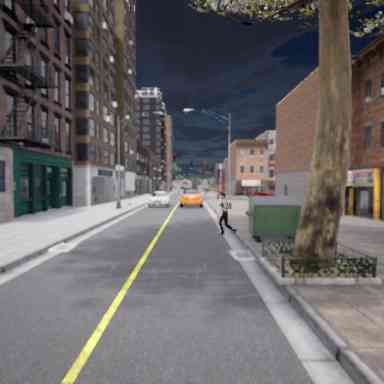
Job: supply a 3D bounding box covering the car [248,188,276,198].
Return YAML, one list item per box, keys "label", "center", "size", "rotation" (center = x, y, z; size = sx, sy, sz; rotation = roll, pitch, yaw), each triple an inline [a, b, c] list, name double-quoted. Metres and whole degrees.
- label: "car"
  center: [10.615, 0.381, 48.409]
  size: [5.009, 1.841, 2.192]
  rotation: [1, 1, 0]

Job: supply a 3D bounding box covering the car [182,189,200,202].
- label: "car"
  center: [-0.027, 0.429, 41.478]
  size: [1.837, 1.490, 4.892]
  rotation: [0, 1, 4]

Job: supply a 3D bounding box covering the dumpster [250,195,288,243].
- label: "dumpster"
  center: [2.958, 0.997, 13.085]
  size: [1.020, 1.700, 1.940]
  rotation: [0, 2, 0]

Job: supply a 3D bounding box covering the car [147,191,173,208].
- label: "car"
  center: [-2.959, 0.673, 30.834]
  size: [1.812, 1.442, 4.674]
  rotation: [0, 1, 0]

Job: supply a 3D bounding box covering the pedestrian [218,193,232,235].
- label: "pedestrian"
  center: [1.307, 0.876, 13.789]
  size: [0.375, 1.860, 0.375]
  rotation: [0, 2, -10]

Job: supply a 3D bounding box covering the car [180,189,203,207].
- label: "car"
  center: [-0.061, 0.480, 31.743]
  size: [2.097, 1.767, 4.553]
  rotation: [0, 1, 0]
